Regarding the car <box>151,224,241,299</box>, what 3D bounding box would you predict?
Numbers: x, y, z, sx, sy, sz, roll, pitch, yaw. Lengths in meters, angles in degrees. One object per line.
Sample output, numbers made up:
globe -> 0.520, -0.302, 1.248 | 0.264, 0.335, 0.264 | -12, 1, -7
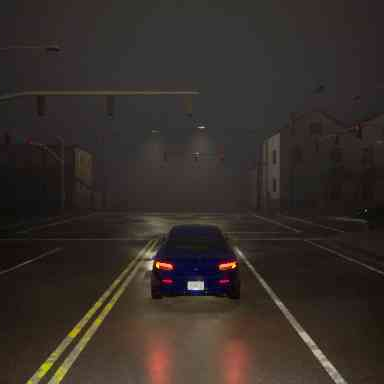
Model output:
car -> 0.086, 1.526, 8.304 | 1.812, 1.442, 4.674 | 0, 0, 0

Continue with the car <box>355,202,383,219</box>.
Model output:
car -> 16.305, 1.526, 28.033 | 4.674, 1.442, 1.812 | 0, 0, -1
